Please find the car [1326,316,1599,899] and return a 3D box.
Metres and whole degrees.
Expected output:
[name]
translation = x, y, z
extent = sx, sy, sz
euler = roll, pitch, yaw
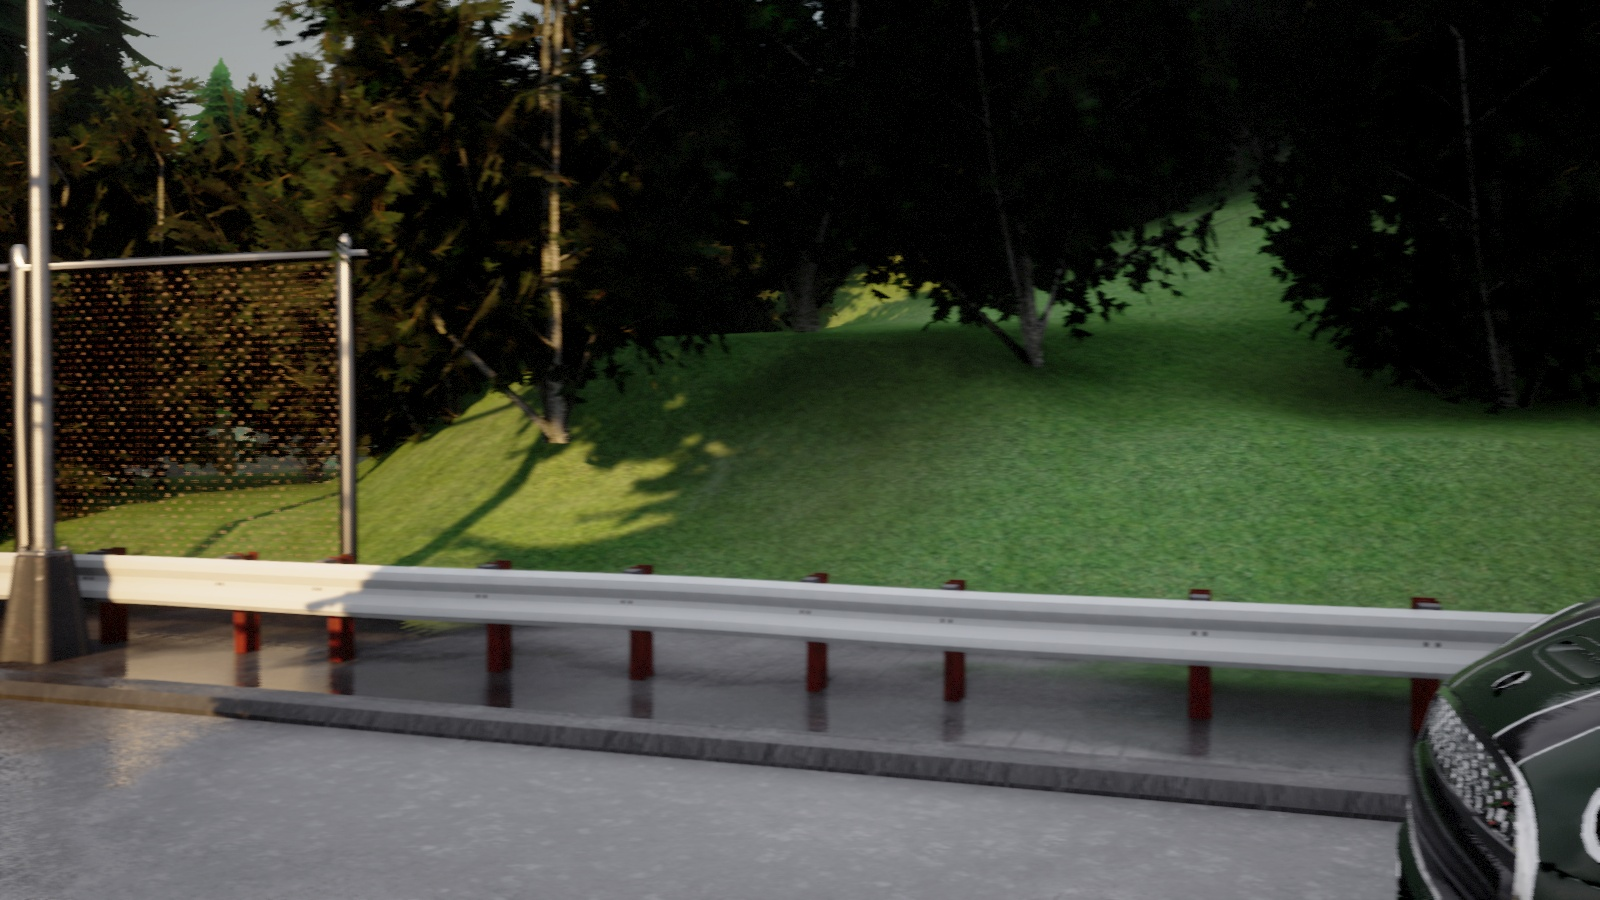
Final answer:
[car]
translation = 3.594, 0.658, 2.494
extent = 4.553, 1.767, 2.097
euler = 1, 1, 19
